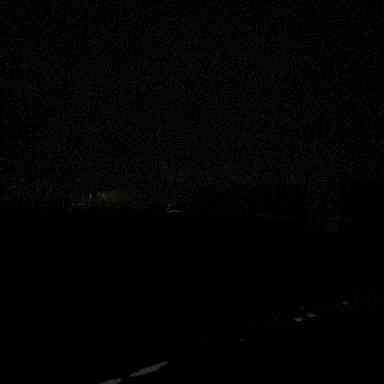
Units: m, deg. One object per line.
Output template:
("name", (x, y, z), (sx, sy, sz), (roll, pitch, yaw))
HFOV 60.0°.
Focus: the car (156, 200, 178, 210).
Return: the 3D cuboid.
("car", (-4.120, 2.113, 55.181), (2.097, 1.767, 4.553), (1, -1, -35))
